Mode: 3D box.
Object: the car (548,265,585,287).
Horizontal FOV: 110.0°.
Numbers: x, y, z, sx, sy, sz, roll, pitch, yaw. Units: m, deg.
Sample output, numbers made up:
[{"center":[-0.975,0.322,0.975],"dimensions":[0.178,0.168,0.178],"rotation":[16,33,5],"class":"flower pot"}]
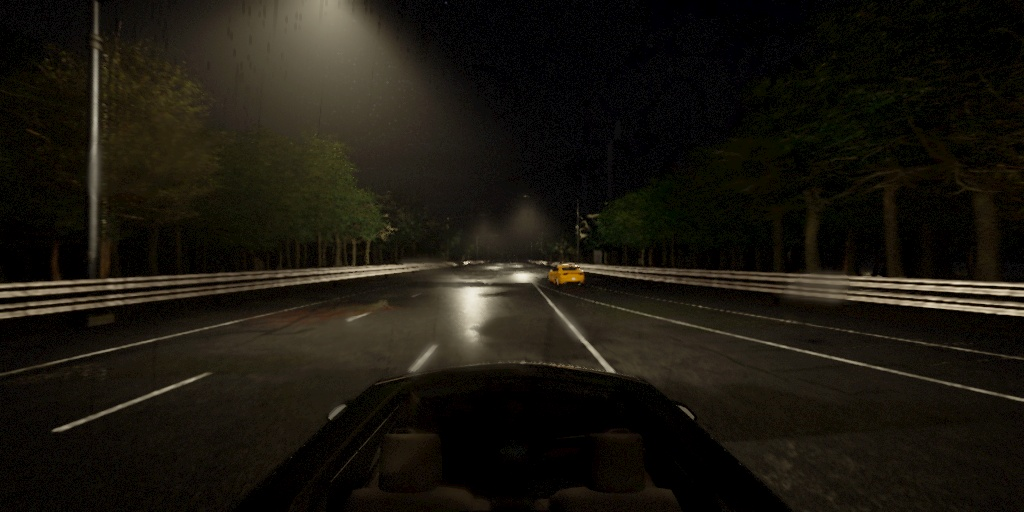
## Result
[{"center":[4.055,1.450,27.341],"dimensions":[1.882,1.535,5.008],"rotation":[0,0,-5],"class":"car"}]
